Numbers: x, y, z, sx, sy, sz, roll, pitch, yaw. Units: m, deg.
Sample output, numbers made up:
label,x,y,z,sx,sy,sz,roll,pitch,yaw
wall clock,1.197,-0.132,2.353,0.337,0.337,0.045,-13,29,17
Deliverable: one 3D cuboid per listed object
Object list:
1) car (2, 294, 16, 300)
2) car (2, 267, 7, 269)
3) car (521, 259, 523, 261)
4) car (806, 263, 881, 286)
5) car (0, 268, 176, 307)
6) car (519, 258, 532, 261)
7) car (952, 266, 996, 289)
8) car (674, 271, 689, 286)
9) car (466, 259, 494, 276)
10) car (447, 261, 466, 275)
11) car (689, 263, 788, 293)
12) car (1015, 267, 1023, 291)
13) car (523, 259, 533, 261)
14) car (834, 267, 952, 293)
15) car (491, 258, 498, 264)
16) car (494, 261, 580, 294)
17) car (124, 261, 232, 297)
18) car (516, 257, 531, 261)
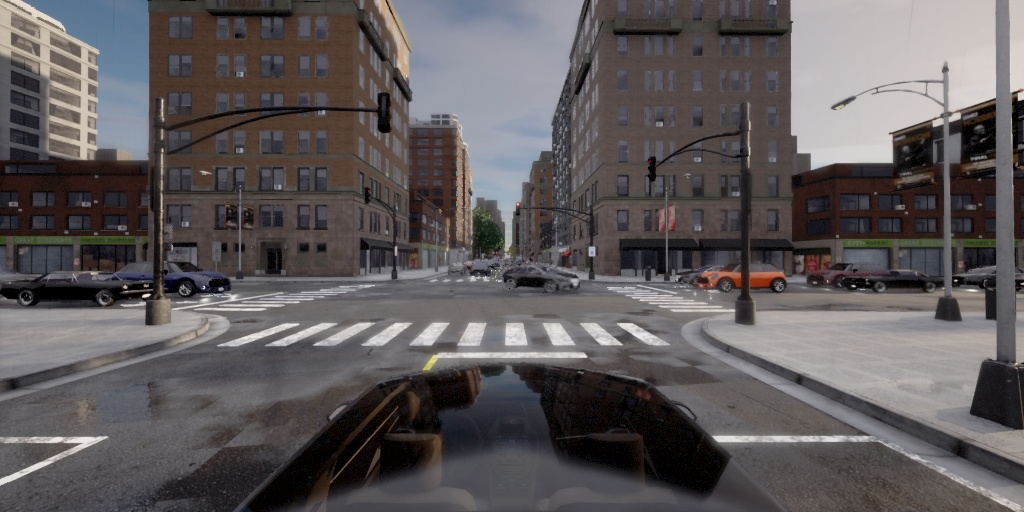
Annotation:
label,x,y,z,sx,sy,sz,roll,pitch,yaw
car,-5.855,1.190,1.453,1.967,1.591,4.097,0,0,0
car,-25.920,1.182,17.367,5.357,1.411,2.033,0,0,-1
car,2.399,1.354,45.414,1.948,1.339,4.313,0,0,-1
car,22.885,1.249,24.453,4.553,1.767,2.097,0,0,-1
car,-16.666,1.246,14.185,4.718,1.301,1.895,0,0,0
car,2.334,1.325,51.091,1.751,1.417,4.829,0,0,-1
car,32.769,1.446,24.524,4.892,1.490,1.837,0,0,0
car,13.691,1.347,24.398,4.902,1.511,2.128,0,0,0
car,-3.277,1.323,37.468,2.033,1.411,5.357,0,0,-1
car,-6.064,1.329,39.814,2.007,1.370,4.403,0,0,-1
car,13.391,1.181,21.130,4.553,1.767,2.097,0,0,0
car,32.316,1.477,21.271,4.181,1.385,1.994,0,0,-1
car,2.461,1.324,39.907,1.888,1.381,4.507,0,0,-1
car,22.377,1.469,21.199,4.718,1.301,1.895,0,0,-1
car,-3.460,1.314,54.417,1.837,1.490,4.892,0,0,0
car,1.576,1.239,20.568,4.902,1.511,2.128,0,0,44
car,-16.447,1.024,17.470,4.553,1.767,2.097,0,0,-1
car,2.273,1.128,56.427,2.192,1.841,5.009,0,0,-1
